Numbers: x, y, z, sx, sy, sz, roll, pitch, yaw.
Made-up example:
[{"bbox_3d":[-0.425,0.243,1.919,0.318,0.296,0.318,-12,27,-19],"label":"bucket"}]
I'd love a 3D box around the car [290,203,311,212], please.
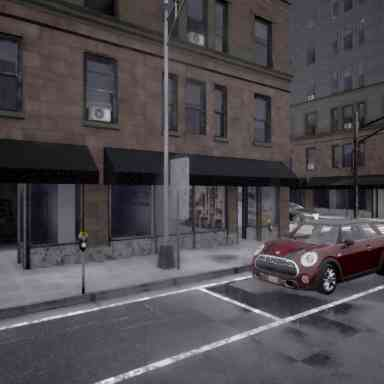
[{"bbox_3d":[7.045,1.537,24.612,2.128,1.511,4.902,0,0,-35],"label":"car"}]

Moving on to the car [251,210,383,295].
[{"bbox_3d":[3.443,1.440,8.658,4.097,1.590,1.967,0,0,-36],"label":"car"}]
